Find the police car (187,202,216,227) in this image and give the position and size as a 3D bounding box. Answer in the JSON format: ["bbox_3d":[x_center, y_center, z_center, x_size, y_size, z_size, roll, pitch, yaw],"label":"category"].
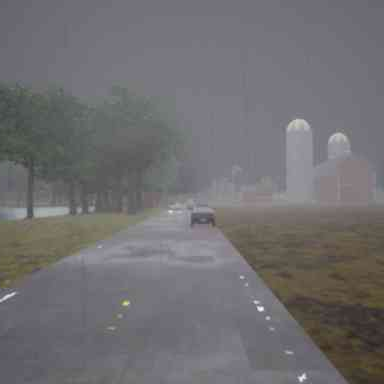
[{"bbox_3d":[0.820,1.841,26.578,1.930,1.638,5.238,0,-1,0],"label":"police car"}]

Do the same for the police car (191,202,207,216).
[{"bbox_3d":[0.817,2.139,42.576,1.930,1.638,5.238,0,-1,0],"label":"police car"}]

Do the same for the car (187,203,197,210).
[{"bbox_3d":[-0.011,2.740,62.832,1.895,1.301,4.718,0,-1,0],"label":"car"}]

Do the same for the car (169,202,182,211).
[{"bbox_3d":[-2.815,2.547,57.593,1.812,1.442,4.674,0,-1,0],"label":"car"}]

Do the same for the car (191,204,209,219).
[{"bbox_3d":[0.818,2.075,36.466,1.882,1.535,5.008,0,-1,0],"label":"car"}]
